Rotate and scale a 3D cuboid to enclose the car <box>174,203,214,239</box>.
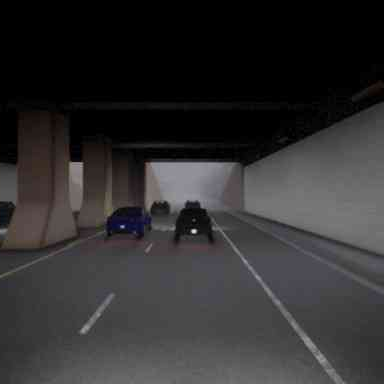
[{"bbox_3d":[0.092,1.575,17.802,1.837,1.490,4.892,0,0,0],"label":"car"}]

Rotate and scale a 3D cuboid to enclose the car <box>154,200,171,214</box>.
[{"bbox_3d":[-3.414,1.636,36.773,2.128,1.511,4.902,0,0,0],"label":"car"}]

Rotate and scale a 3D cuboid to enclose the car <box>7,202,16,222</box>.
[{"bbox_3d":[-10.608,1.598,23.409,1.837,1.490,4.892,0,0,0],"label":"car"}]

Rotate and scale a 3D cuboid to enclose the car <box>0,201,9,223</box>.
[{"bbox_3d":[-14.106,1.445,23.380,2.097,1.767,4.553,0,0,0],"label":"car"}]

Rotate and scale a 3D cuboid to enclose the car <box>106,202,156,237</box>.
[{"bbox_3d":[-3.408,1.552,18.763,1.882,1.535,5.008,0,0,0],"label":"car"}]

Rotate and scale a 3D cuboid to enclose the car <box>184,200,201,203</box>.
[{"bbox_3d":[0.085,1.650,40.409,2.128,1.511,4.902,0,0,0],"label":"car"}]
